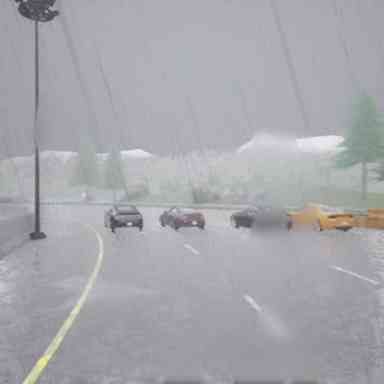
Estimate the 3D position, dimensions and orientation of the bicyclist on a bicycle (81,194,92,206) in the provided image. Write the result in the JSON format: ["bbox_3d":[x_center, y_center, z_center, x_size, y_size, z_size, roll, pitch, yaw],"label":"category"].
[{"bbox_3d":[-19.744,1.530,62.236,0.582,1.620,1.656,1,-23,32],"label":"bicyclist on a bicycle"}]

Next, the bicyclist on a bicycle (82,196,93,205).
[{"bbox_3d":[-18.835,1.527,61.640,0.582,1.620,1.656,1,-21,33],"label":"bicyclist on a bicycle"}]

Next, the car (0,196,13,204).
[{"bbox_3d":[-38.444,1.627,67.800,4.902,1.511,2.128,0,0,32],"label":"car"}]

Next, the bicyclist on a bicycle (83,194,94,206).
[{"bbox_3d":[-19.312,1.526,61.958,0.582,1.620,1.656,-1,-23,31],"label":"bicyclist on a bicycle"}]

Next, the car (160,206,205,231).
[{"bbox_3d":[-0.660,1.574,20.815,1.812,1.442,4.674,0,0,-20],"label":"car"}]

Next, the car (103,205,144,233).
[{"bbox_3d":[-4.310,1.556,20.573,2.128,1.511,4.902,0,0,-21],"label":"car"}]

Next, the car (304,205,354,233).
[{"bbox_3d":[7.284,1.491,19.827,1.882,1.535,5.008,0,0,-17],"label":"car"}]

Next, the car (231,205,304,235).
[{"bbox_3d":[3.843,1.518,19.095,2.128,1.511,4.902,0,0,-18],"label":"car"}]
